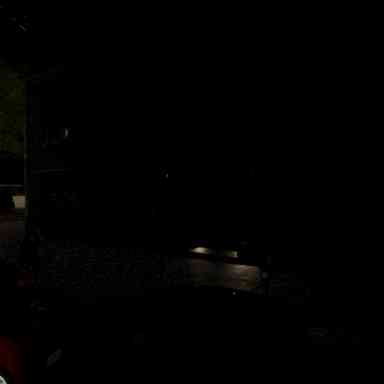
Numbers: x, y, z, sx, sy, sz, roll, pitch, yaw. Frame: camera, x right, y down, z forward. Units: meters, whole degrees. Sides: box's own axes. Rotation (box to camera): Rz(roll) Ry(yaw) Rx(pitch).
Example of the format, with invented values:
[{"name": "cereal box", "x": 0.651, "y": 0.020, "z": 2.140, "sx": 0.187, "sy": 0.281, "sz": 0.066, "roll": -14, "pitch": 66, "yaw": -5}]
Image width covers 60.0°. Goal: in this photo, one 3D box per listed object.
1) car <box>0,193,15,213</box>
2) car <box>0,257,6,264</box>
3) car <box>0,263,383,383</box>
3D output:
[{"name": "car", "x": -20.527, "y": 1.121, "z": 32.805, "sx": 2.150, "sy": 2.045, "sz": 5.566, "roll": 0, "pitch": 0, "yaw": 35}, {"name": "car", "x": -4.577, "y": 1.582, "z": 6.066, "sx": 4.206, "sy": 1.307, "sz": 1.802, "roll": 0, "pitch": 0, "yaw": 35}, {"name": "car", "x": -0.080, "y": 1.545, "z": 2.869, "sx": 4.507, "sy": 1.381, "sz": 1.887, "roll": 0, "pitch": 0, "yaw": 35}]
